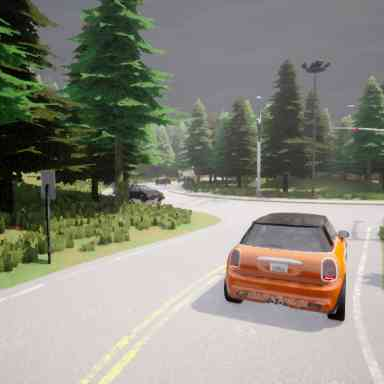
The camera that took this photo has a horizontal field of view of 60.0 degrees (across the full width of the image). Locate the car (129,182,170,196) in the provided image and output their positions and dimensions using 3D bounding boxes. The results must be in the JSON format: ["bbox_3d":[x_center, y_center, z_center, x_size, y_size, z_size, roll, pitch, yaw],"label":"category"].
[{"bbox_3d":[-4.523,0.077,30.795,2.033,1.411,5.357,-3,5,-35],"label":"car"}]

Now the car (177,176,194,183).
[{"bbox_3d":[-1.304,-2.682,69.816,1.812,1.442,4.674,3,5,35],"label":"car"}]

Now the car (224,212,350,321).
[{"bbox_3d":[2.358,1.241,7.539,2.097,1.767,4.553,2,2,25],"label":"car"}]

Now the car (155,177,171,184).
[{"bbox_3d":[-5.176,-2.044,60.228,1.882,1.535,5.008,0,4,10],"label":"car"}]

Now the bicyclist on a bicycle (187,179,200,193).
[{"bbox_3d":[0.157,-0.645,37.300,1.656,1.620,0.582,-3,5,-28],"label":"bicyclist on a bicycle"}]

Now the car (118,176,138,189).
[{"bbox_3d":[-9.499,-1.436,49.981,2.097,1.767,4.553,0,4,0],"label":"car"}]
